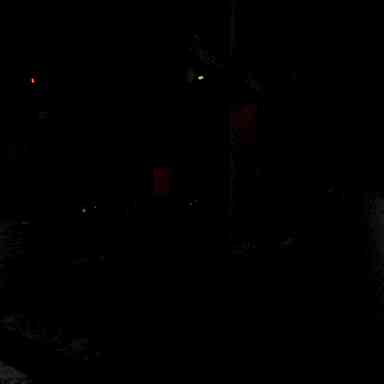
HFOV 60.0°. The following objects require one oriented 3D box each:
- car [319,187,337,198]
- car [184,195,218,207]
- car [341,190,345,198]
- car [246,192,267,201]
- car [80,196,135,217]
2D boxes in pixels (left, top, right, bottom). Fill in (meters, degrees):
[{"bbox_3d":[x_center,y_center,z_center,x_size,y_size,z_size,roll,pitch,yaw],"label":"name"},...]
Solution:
[{"bbox_3d":[24.951,0.105,61.056,2.150,2.045,5.566,0,1,35],"label":"car"},{"bbox_3d":[1.123,0.993,38.584,1.895,1.301,4.718,0,1,35],"label":"car"},{"bbox_3d":[28.202,0.378,60.027,1.837,1.490,4.892,0,1,34],"label":"car"},{"bbox_3d":[10.290,0.677,51.577,2.033,1.411,5.357,0,1,35],"label":"car"},{"bbox_3d":[-6.791,1.124,27.243,2.128,1.511,4.902,0,1,35],"label":"car"}]
